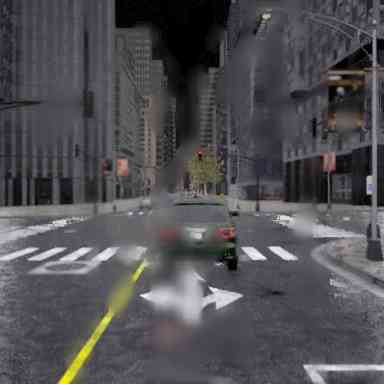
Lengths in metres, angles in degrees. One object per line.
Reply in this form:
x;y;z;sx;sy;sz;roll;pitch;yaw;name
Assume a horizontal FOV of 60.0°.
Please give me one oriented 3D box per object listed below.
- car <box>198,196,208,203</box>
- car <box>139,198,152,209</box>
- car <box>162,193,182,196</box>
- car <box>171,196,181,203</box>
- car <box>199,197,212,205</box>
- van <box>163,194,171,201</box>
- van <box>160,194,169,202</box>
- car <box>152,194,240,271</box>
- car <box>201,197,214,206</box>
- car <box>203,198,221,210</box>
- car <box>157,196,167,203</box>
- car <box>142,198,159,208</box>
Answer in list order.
2.337;1.567;70.284;2.008;1.369;4.403;0;0;-1;car
-5.953;1.555;44.007;2.008;1.369;4.403;0;0;-1;car
-3.353;1.231;55.748;2.150;2.045;5.566;0;0;0;car
-3.432;1.612;71.186;1.895;1.301;4.718;0;0;-1;car
2.425;1.561;60.412;2.008;1.369;4.403;0;0;-1;car
-6.324;1.368;85.222;1.690;1.788;3.998;0;0;-1;van
-6.226;1.360;74.396;1.690;1.788;3.998;0;0;-1;van
0.414;1.230;11.172;2.150;2.045;5.566;0;0;6;car
2.474;1.553;54.968;1.887;1.381;4.507;0;0;-1;car
2.572;1.555;44.080;2.008;1.369;4.403;0;0;-1;car
-6.176;1.541;68.813;1.752;1.417;4.829;0;0;-1;car
-5.998;1.557;48.999;2.008;1.369;4.403;0;0;-1;car
